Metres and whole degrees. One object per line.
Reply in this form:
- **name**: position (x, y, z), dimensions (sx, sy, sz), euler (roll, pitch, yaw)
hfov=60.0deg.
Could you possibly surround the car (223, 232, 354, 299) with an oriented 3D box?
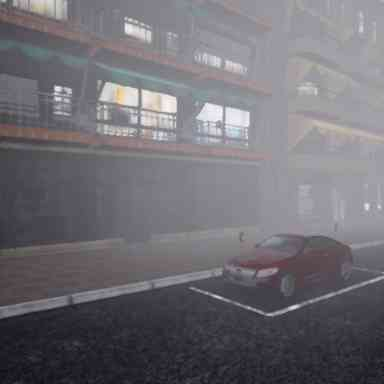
- **car**: position (2.691, 1.735, 8.775), dimensions (4.206, 1.307, 1.802), euler (1, -2, -38)
